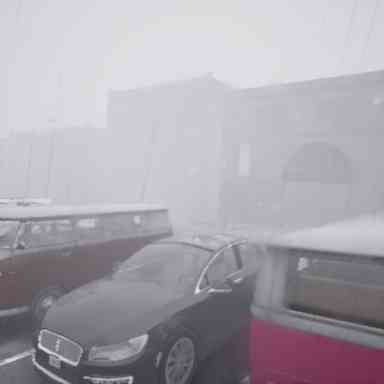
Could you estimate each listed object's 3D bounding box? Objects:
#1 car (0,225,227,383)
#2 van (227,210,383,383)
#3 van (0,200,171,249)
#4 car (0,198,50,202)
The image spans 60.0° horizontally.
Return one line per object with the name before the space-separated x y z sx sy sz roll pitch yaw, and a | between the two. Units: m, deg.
car | 0.001 1.479 5.405 2.231 1.521 4.892 0 0 36
van | 2.348 1.254 3.866 1.878 1.987 4.442 0 0 36
van | -2.351 1.250 6.934 1.878 1.987 4.442 0 0 35
car | -6.865 1.220 10.261 2.435 2.045 5.566 0 0 35
